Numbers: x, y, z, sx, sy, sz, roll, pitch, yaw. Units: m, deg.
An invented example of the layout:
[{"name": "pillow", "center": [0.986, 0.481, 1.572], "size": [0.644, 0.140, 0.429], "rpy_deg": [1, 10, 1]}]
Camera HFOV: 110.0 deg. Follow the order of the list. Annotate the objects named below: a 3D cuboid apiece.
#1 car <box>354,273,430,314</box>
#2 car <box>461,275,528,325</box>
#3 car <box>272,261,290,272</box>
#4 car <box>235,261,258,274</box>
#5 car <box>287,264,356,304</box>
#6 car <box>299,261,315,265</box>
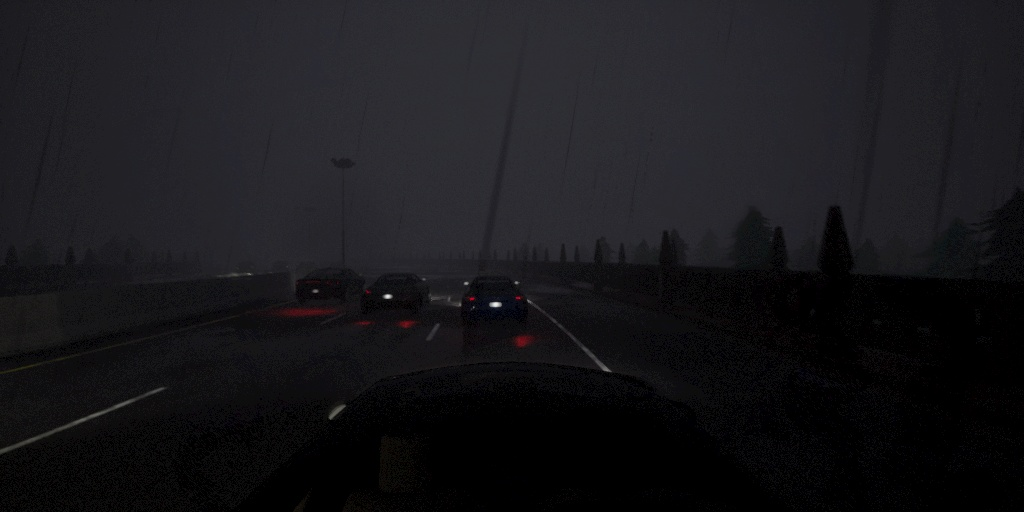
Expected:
[{"name": "car", "center": [-4.407, 1.341, 14.074], "size": [1.994, 1.385, 4.181], "rpy_deg": [0, 0, -6]}, {"name": "car", "center": [-0.660, 1.324, 11.949], "size": [1.994, 1.385, 4.181], "rpy_deg": [0, 0, -6]}, {"name": "car", "center": [-31.521, 1.387, 48.931], "size": [1.882, 1.535, 5.008], "rpy_deg": [0, 0, -32]}, {"name": "car", "center": [-33.112, 1.391, 44.793], "size": [1.882, 1.535, 5.008], "rpy_deg": [0, 0, -30]}, {"name": "car", "center": [-8.340, 1.272, 16.961], "size": [1.882, 1.535, 5.008], "rpy_deg": [0, 0, -9]}, {"name": "car", "center": [-22.718, 1.360, 39.818], "size": [2.128, 1.511, 4.902], "rpy_deg": [0, 0, -25]}]
